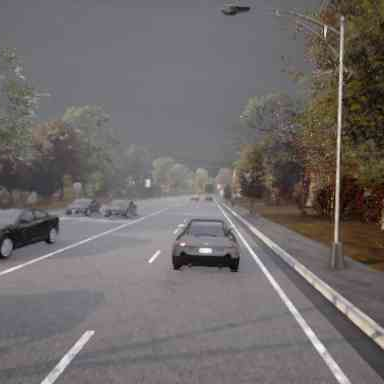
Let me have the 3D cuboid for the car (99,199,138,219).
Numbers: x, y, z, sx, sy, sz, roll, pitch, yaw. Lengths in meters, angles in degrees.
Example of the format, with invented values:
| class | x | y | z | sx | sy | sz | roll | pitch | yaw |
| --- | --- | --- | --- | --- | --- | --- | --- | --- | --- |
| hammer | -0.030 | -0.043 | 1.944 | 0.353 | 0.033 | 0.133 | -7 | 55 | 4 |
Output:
| class | x | y | z | sx | sy | sz | roll | pitch | yaw |
| --- | --- | --- | --- | --- | --- | --- | --- | --- | --- |
| car | -5.767 | 1.341 | 27.502 | 1.837 | 1.490 | 4.892 | 2 | 0 | 3 |

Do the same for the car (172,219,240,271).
| class | x | y | z | sx | sy | sz | roll | pitch | yaw |
| --- | --- | --- | --- | --- | --- | --- | --- | --- | --- |
| car | 0.476 | 1.580 | 11.095 | 1.994 | 1.385 | 4.181 | 2 | 0 | 3 |

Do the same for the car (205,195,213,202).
| class | x | y | z | sx | sy | sz | roll | pitch | yaw |
| --- | --- | --- | --- | --- | --- | --- | --- | --- | --- |
| car | 4.079 | 1.581 | 80.839 | 1.837 | 1.490 | 4.892 | 2 | 0 | 3 |

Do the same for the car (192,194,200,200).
| class | x | y | z | sx | sy | sz | roll | pitch | yaw |
| --- | --- | --- | --- | --- | --- | --- | --- | --- | --- |
| car | 1.125 | 1.369 | 91.424 | 1.882 | 1.535 | 5.008 | 2 | 0 | 3 |

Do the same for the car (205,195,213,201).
| class | x | y | z | sx | sy | sz | roll | pitch | yaw |
| --- | --- | --- | --- | --- | --- | --- | --- | --- | --- |
| car | 4.618 | 1.528 | 91.244 | 2.033 | 1.411 | 5.357 | 2 | 0 | 3 |

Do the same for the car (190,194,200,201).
| class | x | y | z | sx | sy | sz | roll | pitch | yaw |
| --- | --- | --- | --- | --- | --- | --- | --- | --- | --- |
| car | 0.605 | 1.582 | 81.467 | 1.895 | 1.301 | 4.718 | 2 | 0 | 3 |

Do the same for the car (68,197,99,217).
| class | x | y | z | sx | sy | sz | roll | pitch | yaw |
| --- | --- | --- | --- | --- | --- | --- | --- | --- | --- |
| car | -9.208 | 1.246 | 28.648 | 1.837 | 1.490 | 4.892 | 2 | 0 | 3 |

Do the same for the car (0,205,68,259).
| class | x | y | z | sx | sy | sz | roll | pitch | yaw |
| --- | --- | --- | --- | --- | --- | --- | --- | --- | --- |
| car | -6.581 | 1.293 | 12.036 | 1.882 | 1.535 | 5.008 | 2 | 0 | 3 |
